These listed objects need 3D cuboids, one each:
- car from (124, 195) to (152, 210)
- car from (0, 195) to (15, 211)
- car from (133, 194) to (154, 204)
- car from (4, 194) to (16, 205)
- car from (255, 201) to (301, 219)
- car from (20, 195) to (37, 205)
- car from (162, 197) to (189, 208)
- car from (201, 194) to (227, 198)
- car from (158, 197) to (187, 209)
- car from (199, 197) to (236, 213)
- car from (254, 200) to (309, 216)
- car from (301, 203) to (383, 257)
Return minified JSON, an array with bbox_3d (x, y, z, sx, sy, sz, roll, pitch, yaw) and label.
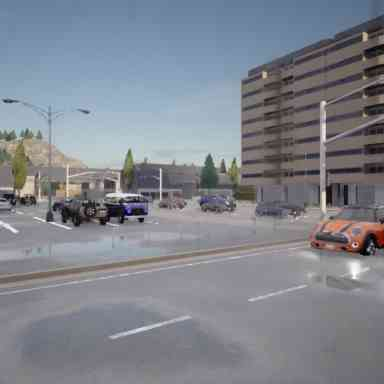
[{"bbox_3d":[-8.710,1.656,53.387,1.895,1.301,4.718,0,0,-35],"label":"car"},{"bbox_3d":[-21.807,1.451,37.892,1.970,1.475,3.806,0,0,-35],"label":"car"},{"bbox_3d":[-9.298,1.547,66.560,2.128,1.511,4.902,0,0,-35],"label":"car"},{"bbox_3d":[-29.671,1.212,53.722,1.905,1.878,3.866,0,0,-35],"label":"car"},{"bbox_3d":[7.700,1.619,30.239,1.994,1.385,4.181,0,0,-35],"label":"car"},{"bbox_3d":[-27.275,1.209,55.347,1.932,1.855,4.605,0,0,-35],"label":"car"},{"bbox_3d":[-2.635,1.560,50.838,1.837,1.490,4.892,0,0,-35],"label":"car"},{"bbox_3d":[3.201,1.277,42.606,2.150,2.045,5.566,0,0,-35],"label":"car"},{"bbox_3d":[-2.938,1.619,45.207,1.994,1.385,4.181,0,0,-35],"label":"car"},{"bbox_3d":[2.832,1.619,37.091,1.994,1.385,4.181,0,0,-35],"label":"car"},{"bbox_3d":[9.092,1.603,34.319,2.033,1.411,5.357,0,0,-35],"label":"car"},{"bbox_3d":[6.707,1.352,13.121,4.553,1.767,2.097,0,0,-36],"label":"car"}]
